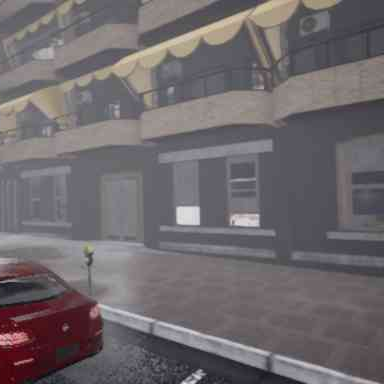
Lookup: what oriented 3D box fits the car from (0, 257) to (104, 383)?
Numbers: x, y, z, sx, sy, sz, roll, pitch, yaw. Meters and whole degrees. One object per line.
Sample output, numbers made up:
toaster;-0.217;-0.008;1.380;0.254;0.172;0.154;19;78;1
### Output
car;-3.061;1.639;4.885;4.206;1.307;1.802;-1;-2;36
